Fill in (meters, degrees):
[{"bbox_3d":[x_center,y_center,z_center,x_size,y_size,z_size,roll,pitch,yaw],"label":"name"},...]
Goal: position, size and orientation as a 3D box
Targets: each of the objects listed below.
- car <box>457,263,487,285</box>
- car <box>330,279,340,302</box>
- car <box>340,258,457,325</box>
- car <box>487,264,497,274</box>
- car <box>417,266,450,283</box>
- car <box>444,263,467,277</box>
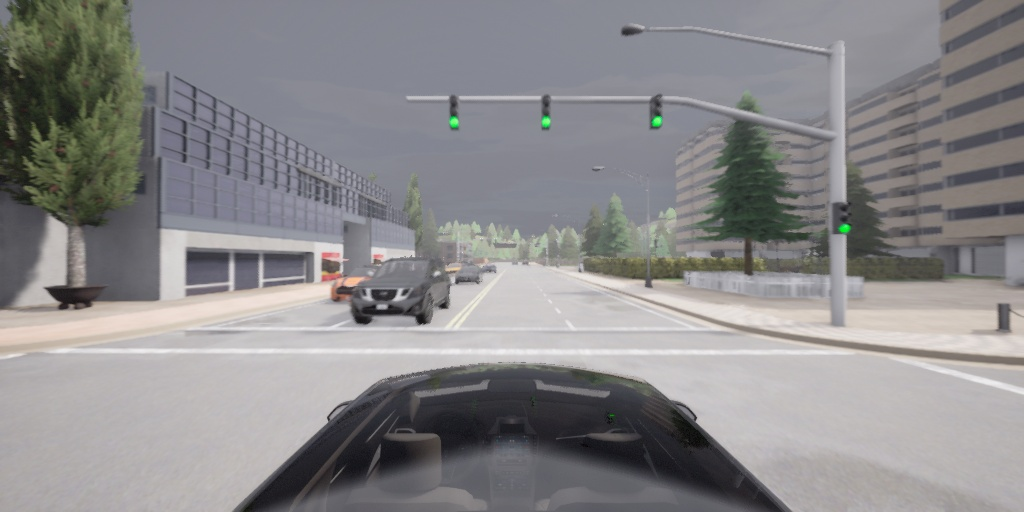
[{"bbox_3d":[-3.420,1.502,29.373,1.837,1.490,4.892,0,0,1],"label":"car"},{"bbox_3d":[-7.043,1.249,17.790,2.097,1.767,4.553,0,0,1],"label":"car"},{"bbox_3d":[-3.575,1.071,12.666,2.150,2.045,5.566,0,0,0],"label":"car"},{"bbox_3d":[-3.149,1.755,50.529,1.994,1.385,4.181,0,-1,1],"label":"car"},{"bbox_3d":[-6.905,1.626,32.011,1.895,1.301,4.718,0,-1,1],"label":"car"},{"bbox_3d":[-6.713,1.600,42.875,1.882,1.535,5.008,0,-1,1],"label":"car"}]
